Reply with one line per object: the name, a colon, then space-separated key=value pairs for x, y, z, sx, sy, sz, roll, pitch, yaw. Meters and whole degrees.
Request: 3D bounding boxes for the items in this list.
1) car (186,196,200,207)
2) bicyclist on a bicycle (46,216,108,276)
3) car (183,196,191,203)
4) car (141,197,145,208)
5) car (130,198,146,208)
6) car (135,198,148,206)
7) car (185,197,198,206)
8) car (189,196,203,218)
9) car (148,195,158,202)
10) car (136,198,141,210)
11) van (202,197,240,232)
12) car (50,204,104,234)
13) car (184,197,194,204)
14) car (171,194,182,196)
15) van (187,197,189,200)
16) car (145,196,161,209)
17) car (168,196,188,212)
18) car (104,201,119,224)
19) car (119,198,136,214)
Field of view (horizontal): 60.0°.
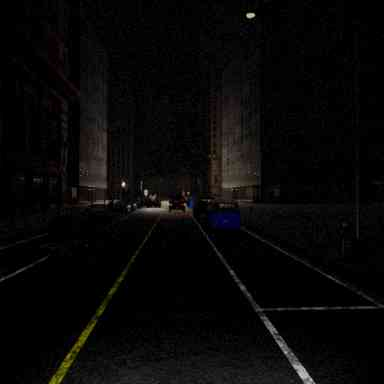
car: x=0.136 y=1.532 z=52.532 sx=1.967 sy=1.590 sz=4.097 roll=1 pitch=0 yaw=-3
bicyclist on a bicycle: x=-3.098 y=1.458 z=8.902 sx=1.656 sy=1.620 sz=0.582 roll=-2 pitch=0 yaw=-3
car: x=-1.227 y=1.781 z=79.795 sx=1.887 sy=1.381 sz=4.507 roll=0 pitch=0 yaw=-3
car: x=-8.105 y=1.513 z=46.659 sx=1.967 sy=1.590 sz=4.097 roll=1 pitch=0 yaw=-3
car: x=-8.379 y=1.637 z=52.111 sx=1.887 sy=1.381 sz=4.507 roll=1 pitch=0 yaw=-3
car: x=-8.652 y=1.697 z=57.563 sx=1.802 sy=1.307 sz=4.206 roll=1 pitch=0 yaw=-3
car: x=-0.137 y=1.659 z=57.984 sx=1.887 sy=1.381 sz=4.507 roll=1 pitch=0 yaw=-3
car: x=1.228 y=1.347 z=30.719 sx=2.192 sy=1.841 sz=5.009 roll=1 pitch=0 yaw=-3
car: x=-10.012 y=1.589 z=84.827 sx=2.192 sy=1.841 sz=5.009 roll=0 pitch=0 yaw=-3
car: x=-7.834 y=1.608 z=41.206 sx=2.008 sy=1.369 sz=4.403 roll=1 pitch=0 yaw=-3
van: x=1.773 y=1.355 z=19.811 sx=1.690 sy=1.788 sz=3.998 roll=1 pitch=0 yaw=-3
car: x=-6.744 y=1.559 z=19.395 sx=1.887 sy=1.381 sz=4.507 roll=1 pitch=0 yaw=-3
car: x=-0.683 y=1.751 z=68.889 sx=1.802 sy=1.307 sz=4.206 roll=0 pitch=0 yaw=-3
car: x=-2.296 y=1.304 z=49.613 sx=2.150 sy=2.045 sz=5.566 roll=0 pitch=0 yaw=-3
van: x=0.410 y=1.414 z=47.079 sx=1.690 sy=1.788 sz=3.998 roll=1 pitch=0 yaw=-3
car: x=-5.374 y=1.638 z=47.092 sx=1.994 sy=1.385 sz=4.181 roll=0 pitch=0 yaw=-3
car: x=-1.790 y=1.577 z=39.353 sx=1.812 sy=1.442 sz=4.674 roll=0 pitch=0 yaw=-3
car: x=-7.017 y=1.573 z=24.847 sx=2.008 sy=1.369 sz=4.403 roll=1 pitch=0 yaw=-3
car: x=-7.562 y=1.595 z=35.753 sx=2.008 sy=1.369 sz=4.403 roll=1 pitch=0 yaw=-3
